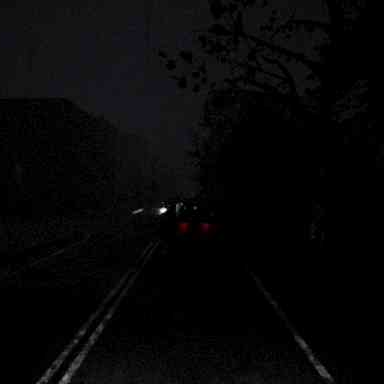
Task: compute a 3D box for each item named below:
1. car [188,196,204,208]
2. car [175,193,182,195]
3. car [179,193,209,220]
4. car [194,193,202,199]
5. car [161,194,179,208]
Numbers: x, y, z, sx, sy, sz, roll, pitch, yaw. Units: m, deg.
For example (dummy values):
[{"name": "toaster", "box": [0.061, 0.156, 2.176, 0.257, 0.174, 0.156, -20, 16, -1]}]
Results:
[{"name": "car", "box": [0.606, 1.275, 45.493, 2.033, 1.411, 5.357, 0, 1, 1]}, {"name": "car", "box": [-2.419, 0.950, 59.753, 2.097, 1.767, 4.553, 0, 1, 2]}, {"name": "car", "box": [0.269, 1.224, 27.016, 2.097, 1.767, 4.553, 0, 0, 1]}, {"name": "car", "box": [1.375, 0.992, 79.030, 1.895, 1.301, 4.718, 0, 1, 1]}, {"name": "car", "box": [-2.879, 1.345, 43.534, 1.895, 1.301, 4.718, 0, 1, 1]}]
